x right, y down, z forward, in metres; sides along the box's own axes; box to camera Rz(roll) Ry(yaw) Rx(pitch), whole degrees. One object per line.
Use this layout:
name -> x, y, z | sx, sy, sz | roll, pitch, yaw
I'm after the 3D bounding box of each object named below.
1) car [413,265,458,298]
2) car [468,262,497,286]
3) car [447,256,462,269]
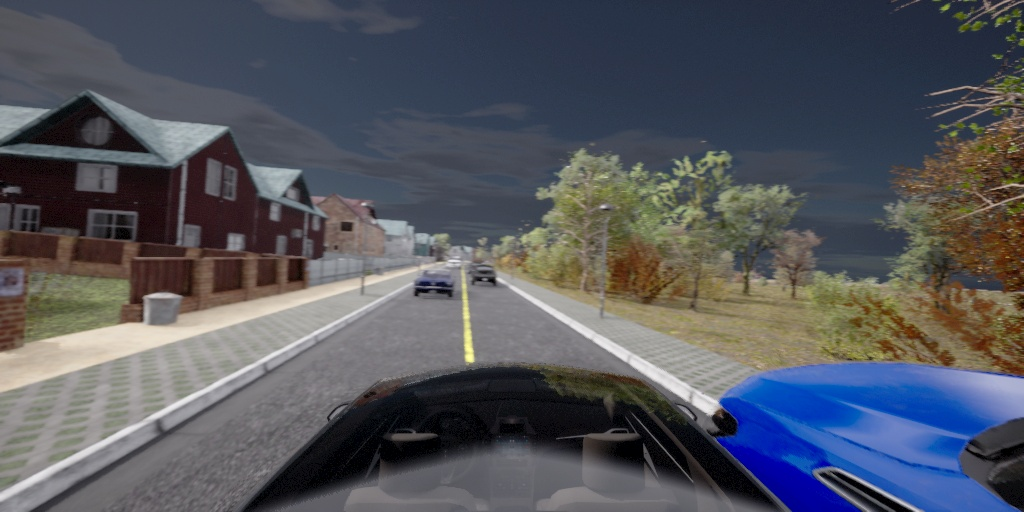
car -> -3.880, 1.327, 18.438 | 1.895, 1.301, 4.718 | 3, -1, -8
car -> -2.209, 1.418, 27.557 | 1.837, 1.490, 4.892 | 3, -1, -8
car -> -9.622, 1.091, 60.127 | 2.150, 2.045, 5.566 | 3, -1, -7
